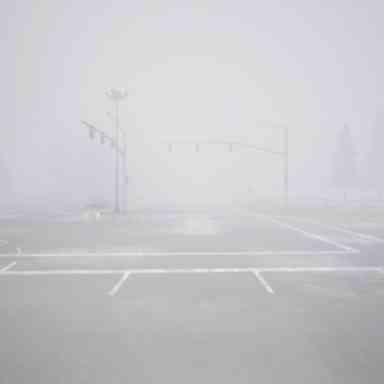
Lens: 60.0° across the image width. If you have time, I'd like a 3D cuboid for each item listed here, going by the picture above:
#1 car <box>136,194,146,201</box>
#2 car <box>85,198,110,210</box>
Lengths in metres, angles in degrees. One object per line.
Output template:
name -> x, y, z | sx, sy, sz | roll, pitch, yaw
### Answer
car -> -11.375, 1.165, 74.399 | 2.128, 1.511, 4.902 | 0, 0, 0
car -> -11.452, 1.425, 40.284 | 1.895, 1.301, 4.718 | 0, 0, 0
